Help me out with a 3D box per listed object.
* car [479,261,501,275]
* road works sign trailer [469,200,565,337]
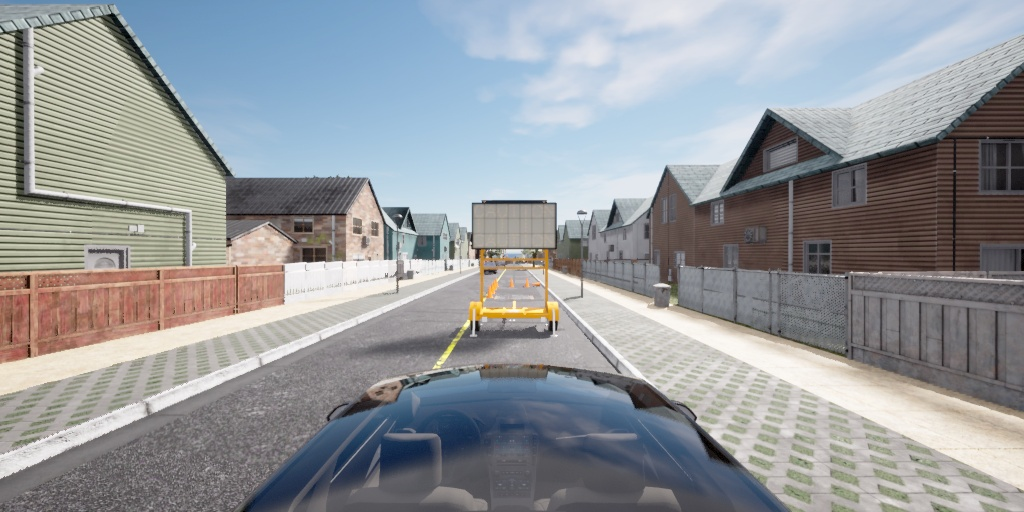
[{"bbox_3d":[-2.606,1.373,40.420,2.033,1.411,5.357,0,0,0],"label":"car"},{"bbox_3d":[0.063,0.214,10.276,2.380,3.560,2.880,0,0,1],"label":"road works sign trailer"}]
